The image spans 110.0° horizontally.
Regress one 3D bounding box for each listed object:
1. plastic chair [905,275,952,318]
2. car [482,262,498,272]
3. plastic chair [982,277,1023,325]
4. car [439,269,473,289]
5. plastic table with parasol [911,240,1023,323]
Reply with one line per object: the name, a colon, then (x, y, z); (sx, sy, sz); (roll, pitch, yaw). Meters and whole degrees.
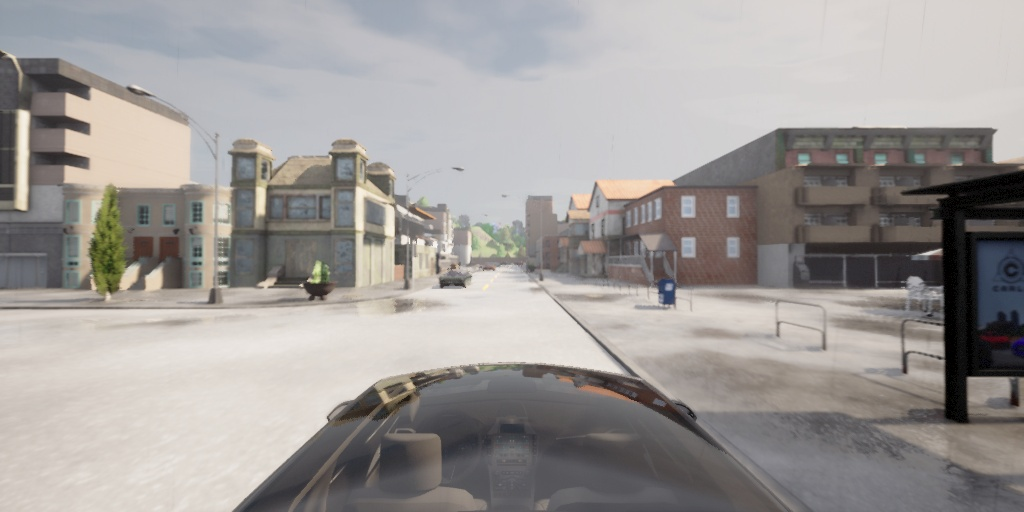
plastic chair: (14.698, 1.408, 12.726); (0.730, 1.272, 0.750); (0, 0, 0)
car: (-4.012, 1.793, 62.381); (2.097, 1.767, 4.553); (0, -1, 0)
plastic chair: (15.798, 1.392, 11.326); (0.750, 1.272, 0.730); (0, 0, 0)
car: (-4.005, 1.658, 26.053); (1.895, 1.301, 4.718); (0, 0, 0)
plastic table with parasol: (15.918, 0.803, 12.606); (2.482, 2.480, 2.482); (0, 0, 0)
